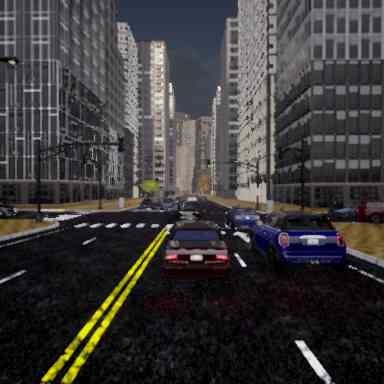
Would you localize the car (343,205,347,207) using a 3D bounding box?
[{"bbox_3d":[16.647,1.844,33.563,5.357,1.411,2.033,1,1,1],"label":"car"}]

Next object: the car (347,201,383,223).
[{"bbox_3d":[16.214,1.671,27.789,5.009,1.841,2.192,1,0,1],"label":"car"}]

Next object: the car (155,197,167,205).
[{"bbox_3d":[-6.469,1.855,69.797,2.033,1.411,5.357,0,0,0],"label":"car"}]

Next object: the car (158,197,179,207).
[{"bbox_3d":[-3.299,1.574,47.412,2.097,1.767,4.553,0,0,-1],"label":"car"}]

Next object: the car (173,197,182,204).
[{"bbox_3d":[-3.215,1.842,76.386,1.837,1.490,4.892,0,0,0],"label":"car"}]

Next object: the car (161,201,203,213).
[{"bbox_3d":[-0.703,1.672,25.023,2.128,1.511,4.902,1,-2,-13],"label":"car"}]

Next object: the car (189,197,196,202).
[{"bbox_3d":[0.041,1.989,89.907,1.895,1.301,4.718,0,0,0],"label":"car"}]

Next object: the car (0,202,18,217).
[{"bbox_3d":[-18.814,1.507,30.968,4.902,1.511,2.128,1,1,1],"label":"car"}]

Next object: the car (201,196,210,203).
[{"bbox_3d":[3.287,1.953,80.412,1.895,1.301,4.718,0,0,0],"label":"car"}]

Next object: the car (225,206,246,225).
[{"bbox_3d":[3.356,1.682,22.609,2.033,1.411,5.357,0,-1,0],"label":"car"}]

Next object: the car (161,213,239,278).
[{"bbox_3d":[0.110,1.598,10.305,2.033,1.411,5.357,0,0,0],"label":"car"}]

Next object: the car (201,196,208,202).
[{"bbox_3d":[3.292,1.895,90.231,1.837,1.490,4.892,0,0,0],"label":"car"}]

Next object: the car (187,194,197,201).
[{"bbox_3d":[0.037,1.580,79.573,2.150,2.045,5.566,0,0,0],"label":"car"}]

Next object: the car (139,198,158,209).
[{"bbox_3d":[-6.571,1.735,49.247,1.837,1.490,4.892,0,0,0],"label":"car"}]

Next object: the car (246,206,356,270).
[{"bbox_3d":[3.354,1.407,11.334,2.097,1.767,4.553,0,0,0],"label":"car"}]

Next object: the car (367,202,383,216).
[{"bbox_3d":[21.826,1.839,36.072,4.829,1.417,1.752,1,0,1],"label":"car"}]

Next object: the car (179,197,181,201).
[{"bbox_3d":[-3.299,1.786,56.331,1.812,1.442,4.674,0,0,0],"label":"car"}]

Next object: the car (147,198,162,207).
[{"bbox_3d":[-6.533,1.819,59.127,2.033,1.411,5.357,0,0,0],"label":"car"}]
